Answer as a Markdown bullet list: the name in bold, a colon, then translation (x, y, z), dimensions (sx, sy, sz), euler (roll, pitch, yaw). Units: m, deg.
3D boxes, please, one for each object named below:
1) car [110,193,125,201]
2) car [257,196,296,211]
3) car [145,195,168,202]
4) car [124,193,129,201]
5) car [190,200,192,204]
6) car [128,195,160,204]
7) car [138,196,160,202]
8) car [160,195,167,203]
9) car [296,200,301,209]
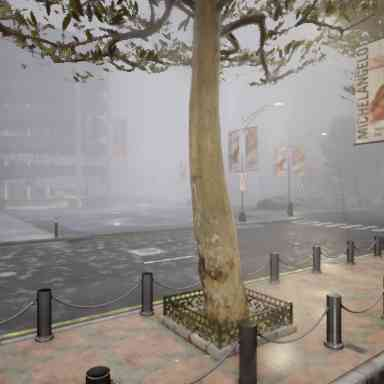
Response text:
- **car**: translation (-18.822, 1.544, 77.848), dimensions (4.718, 1.301, 1.895), euler (0, 0, 11)
- **car**: translation (10.193, 1.525, 41.835), dimensions (1.812, 1.442, 4.674), euler (0, 0, -36)
- **car**: translation (-8.332, 1.525, 77.525), dimensions (4.902, 1.511, 2.128), euler (0, 0, 26)
- **car**: translation (-17.889, 1.165, 81.222), dimensions (5.566, 2.045, 2.150), euler (0, 0, 11)
- **car**: translation (1.774, 1.547, 53.527), dimensions (2.033, 1.411, 5.357), euler (0, 0, -36)
- **car**: translation (-9.540, 1.547, 65.870), dimensions (5.357, 1.411, 2.033), euler (0, 0, 36)
- **car**: translation (-9.545, 1.524, 74.225), dimensions (4.674, 1.442, 1.812), euler (0, 0, 26)
- **car**: translation (-7.306, 1.478, 68.713), dimensions (5.008, 1.535, 1.882), euler (1, 0, 37)
- **car**: translation (12.414, 1.352, 44.761), dimensions (2.097, 1.767, 4.553), euler (0, 0, -36)
